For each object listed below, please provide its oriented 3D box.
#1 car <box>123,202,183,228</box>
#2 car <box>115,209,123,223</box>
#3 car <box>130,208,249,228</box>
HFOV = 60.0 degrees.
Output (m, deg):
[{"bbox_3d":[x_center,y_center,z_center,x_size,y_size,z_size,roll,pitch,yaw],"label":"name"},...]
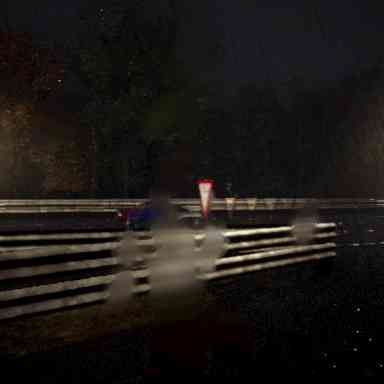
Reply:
[{"bbox_3d":[-0.952,1.358,16.942,4.674,1.442,1.812,0,1,-17],"label":"car"},{"bbox_3d":[-1.950,1.321,20.297,5.357,1.411,2.033,0,1,-17],"label":"car"},{"bbox_3d":[0.059,1.492,13.594,4.718,1.301,1.895,0,1,-17],"label":"car"}]
